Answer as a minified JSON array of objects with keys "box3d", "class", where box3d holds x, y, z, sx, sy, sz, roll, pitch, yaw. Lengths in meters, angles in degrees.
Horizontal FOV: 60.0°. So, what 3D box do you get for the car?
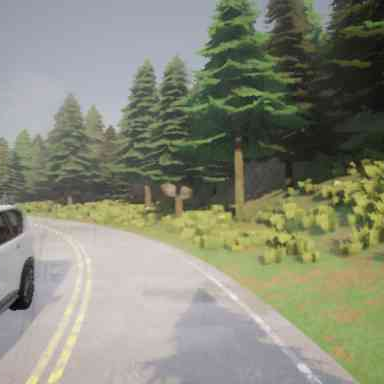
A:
[{"box3d":[-3.936,1.239,4.783,2.150,2.045,5.566,0,0,-11],"class":"car"}]
